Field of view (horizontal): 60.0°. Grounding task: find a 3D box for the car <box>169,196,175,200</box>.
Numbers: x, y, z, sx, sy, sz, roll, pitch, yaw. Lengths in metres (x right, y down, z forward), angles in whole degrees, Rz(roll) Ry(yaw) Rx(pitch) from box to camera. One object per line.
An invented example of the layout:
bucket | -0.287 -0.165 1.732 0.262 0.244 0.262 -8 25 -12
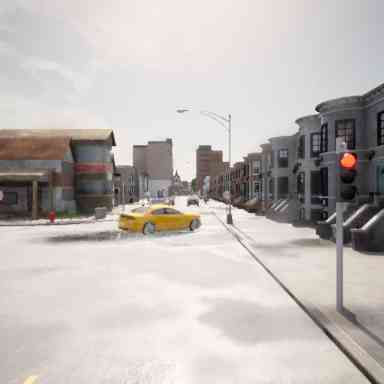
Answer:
car | -4.063 1.547 48.957 2.033 1.411 5.357 0 0 0

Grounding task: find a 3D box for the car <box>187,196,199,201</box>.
car | 0.140 1.526 54.777 1.812 1.442 4.674 0 0 0

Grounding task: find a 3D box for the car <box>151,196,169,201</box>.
car | -4.077 1.505 39.208 1.837 1.490 4.892 0 0 0

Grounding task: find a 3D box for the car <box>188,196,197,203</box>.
car | 0.088 1.664 73.572 1.837 1.490 4.892 0 0 0

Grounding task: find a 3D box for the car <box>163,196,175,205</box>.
car | -4.022 1.525 58.763 1.812 1.442 4.674 0 0 1

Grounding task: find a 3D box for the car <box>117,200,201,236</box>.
car | -1.697 1.478 18.595 5.008 1.535 1.882 0 2 -40
